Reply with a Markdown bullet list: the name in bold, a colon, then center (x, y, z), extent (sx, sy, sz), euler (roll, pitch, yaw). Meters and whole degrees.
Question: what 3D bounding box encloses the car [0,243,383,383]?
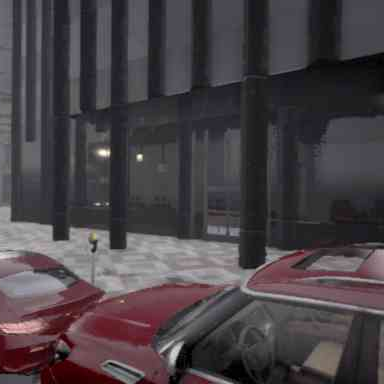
- **car**: center (1.122, 1.314, 2.158), extent (5.009, 1.841, 2.192), euler (0, 1, 35)
